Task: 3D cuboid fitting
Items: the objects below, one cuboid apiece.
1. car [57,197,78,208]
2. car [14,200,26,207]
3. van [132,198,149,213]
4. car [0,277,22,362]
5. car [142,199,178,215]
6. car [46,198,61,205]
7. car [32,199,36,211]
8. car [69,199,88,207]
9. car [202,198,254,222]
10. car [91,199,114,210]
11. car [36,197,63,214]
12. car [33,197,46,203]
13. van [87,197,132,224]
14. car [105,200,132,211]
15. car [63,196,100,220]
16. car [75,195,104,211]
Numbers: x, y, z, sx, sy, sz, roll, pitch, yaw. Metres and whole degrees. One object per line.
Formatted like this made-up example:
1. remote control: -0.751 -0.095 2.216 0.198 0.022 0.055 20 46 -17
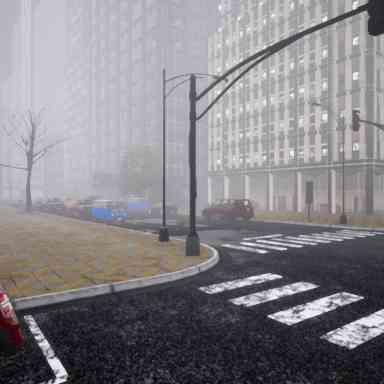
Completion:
1. car: -20.749 1.721 55.225 2.097 1.767 4.553 0 0 -36
2. car: -30.279 1.994 58.554 1.802 1.307 4.206 0 0 -36
3. van: -6.627 1.586 40.591 1.690 1.788 3.998 0 0 -36
4. car: -4.209 1.440 3.554 4.097 1.590 1.967 0 0 -36
5. car: -3.245 1.758 36.004 2.008 1.369 4.403 0 0 -36
6. car: -30.292 2.061 72.695 1.947 1.339 4.313 0 0 -36
7. car: -20.138 1.745 44.796 1.967 1.590 4.097 0 0 -36
8. car: -20.149 1.940 58.935 2.008 1.369 4.403 0 0 -36
9. car: 2.931 1.454 27.625 2.192 1.841 5.009 0 0 -36
10. car: -13.489 1.844 49.900 1.752 1.417 4.829 0 0 -36
11. car: -16.758 1.584 40.209 2.192 1.841 5.009 0 0 -36
12. car: -39.054 2.063 85.110 1.882 1.535 5.008 0 0 -36
13. van: -6.615 1.499 26.451 1.690 1.788 3.998 0 0 -36
14. car: -10.006 1.847 45.177 1.947 1.339 4.313 0 0 -36
15. car: -9.996 1.510 31.037 2.192 1.841 5.009 0 0 -36
16. car: -14.442 1.524 46.740 2.150 2.045 5.566 0 0 -36
